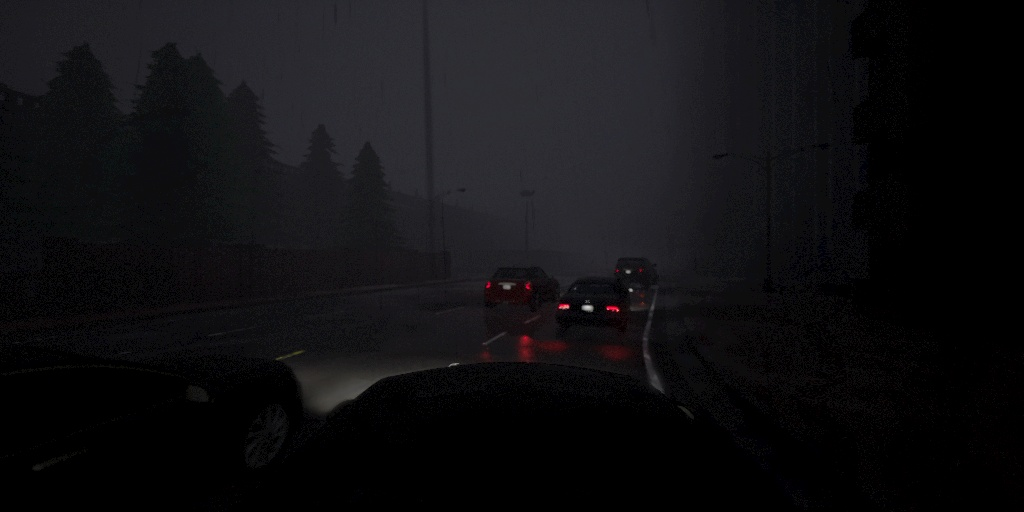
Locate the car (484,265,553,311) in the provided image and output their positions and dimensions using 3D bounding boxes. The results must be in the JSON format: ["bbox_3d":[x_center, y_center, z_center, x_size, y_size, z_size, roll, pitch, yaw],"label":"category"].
[{"bbox_3d":[0.574,1.177,15.214,2.097,1.767,4.553,0,0,21],"label":"car"}]

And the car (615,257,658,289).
[{"bbox_3d":[8.778,1.117,25.222,2.150,2.045,5.566,-1,-1,30],"label":"car"}]

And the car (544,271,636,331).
[{"bbox_3d":[2.728,1.356,11.313,2.033,1.411,5.357,0,0,20],"label":"car"}]

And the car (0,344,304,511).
[{"bbox_3d":[-3.190,1.248,1.852,1.837,1.490,4.892,0,-1,3],"label":"car"}]
